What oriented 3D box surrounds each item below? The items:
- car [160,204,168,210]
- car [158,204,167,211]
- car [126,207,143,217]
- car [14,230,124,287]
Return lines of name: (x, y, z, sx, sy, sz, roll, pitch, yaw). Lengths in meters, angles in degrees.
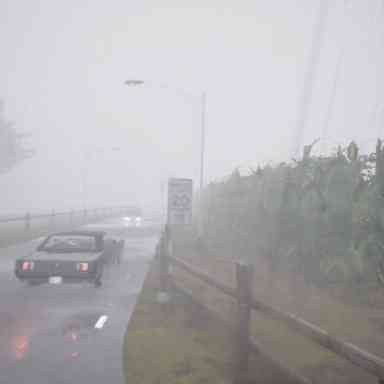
car: (-7.358, 3.847, 86.701, 1.837, 1.490, 4.892, 2, -2, -3)
car: (-6.802, 3.665, 76.295, 2.128, 1.511, 4.902, 2, -2, -3)
car: (-7.913, 2.687, 45.758, 1.895, 1.301, 4.718, 2, -2, -3)
car: (-3.233, 1.787, 9.845, 1.895, 1.301, 4.718, 2, -1, -3)
